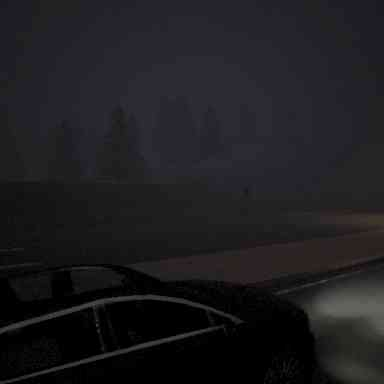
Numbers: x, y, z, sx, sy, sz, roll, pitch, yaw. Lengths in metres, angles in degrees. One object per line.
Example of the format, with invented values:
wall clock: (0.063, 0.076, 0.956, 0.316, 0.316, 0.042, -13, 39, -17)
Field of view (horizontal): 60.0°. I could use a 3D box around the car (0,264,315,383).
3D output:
car: (-0.817, 1.492, 3.162, 4.902, 1.511, 2.128, 0, 0, -35)
